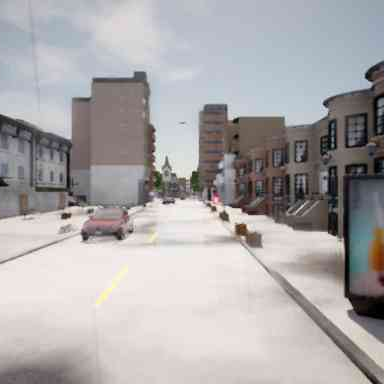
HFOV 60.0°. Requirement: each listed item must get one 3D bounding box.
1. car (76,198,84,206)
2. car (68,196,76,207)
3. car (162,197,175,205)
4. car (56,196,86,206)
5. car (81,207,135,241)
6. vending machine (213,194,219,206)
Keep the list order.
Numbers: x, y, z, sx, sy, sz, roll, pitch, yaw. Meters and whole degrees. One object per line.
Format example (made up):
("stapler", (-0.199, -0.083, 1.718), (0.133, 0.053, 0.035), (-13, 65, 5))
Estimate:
("car", (-19.308, 1.354, 50.410), (4.611, 1.667, 2.242), (0, 0, 10))
("car", (-19.074, 1.249, 47.309), (3.866, 1.878, 1.905), (0, 0, 10))
("car", (-4.049, 1.571, 58.756), (1.994, 1.385, 4.181), (0, 0, 0))
("car", (-19.452, 1.423, 53.361), (4.193, 1.474, 1.816), (0, 0, 10))
("car", (-4.094, 1.528, 16.861), (1.812, 1.442, 4.674), (0, 0, 0))
("vending machine", (4.276, 1.423, 59.218), (1.100, 2.100, 0.880), (0, 0, 0))
